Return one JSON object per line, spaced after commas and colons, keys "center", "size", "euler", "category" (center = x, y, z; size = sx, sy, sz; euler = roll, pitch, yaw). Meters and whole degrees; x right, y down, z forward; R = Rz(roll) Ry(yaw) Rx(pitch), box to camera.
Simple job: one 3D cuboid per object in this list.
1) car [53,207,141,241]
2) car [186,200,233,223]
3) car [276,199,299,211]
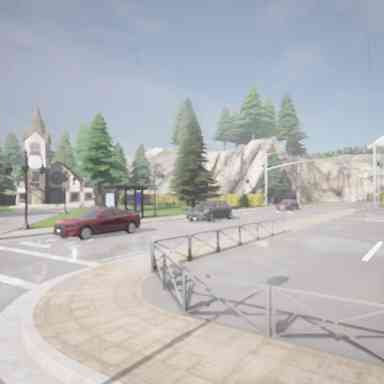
{"center": [-4.938, 1.582, 17.912], "size": [1.882, 1.535, 5.008], "euler": [0, 0, 35], "category": "car"}
{"center": [1.488, 1.458, 27.133], "size": [2.097, 1.767, 4.553], "euler": [0, 0, 35], "category": "car"}
{"center": [12.298, 1.632, 42.501], "size": [1.812, 1.442, 4.674], "euler": [0, 0, 35], "category": "car"}
